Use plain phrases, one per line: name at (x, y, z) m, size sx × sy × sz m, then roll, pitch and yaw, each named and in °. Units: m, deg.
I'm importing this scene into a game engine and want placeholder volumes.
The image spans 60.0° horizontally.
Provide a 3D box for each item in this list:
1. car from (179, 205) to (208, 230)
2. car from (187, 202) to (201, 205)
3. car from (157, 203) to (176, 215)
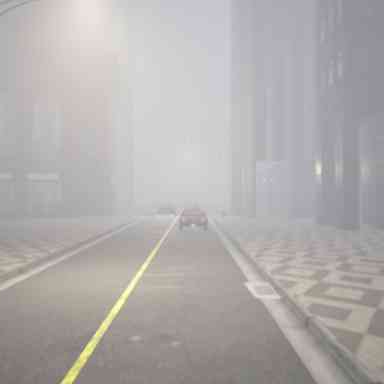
car at (0.088, 1.855, 23.288) m, size 1.895 × 1.301 × 4.718 m, roll 0°, pitch -1°, yaw 0°
car at (0.080, 1.955, 41.457) m, size 2.128 × 1.511 × 4.902 m, roll 0°, pitch -1°, yaw 0°
car at (-3.019, 2.012, 40.028) m, size 1.994 × 1.385 × 4.181 m, roll 0°, pitch -1°, yaw 0°
